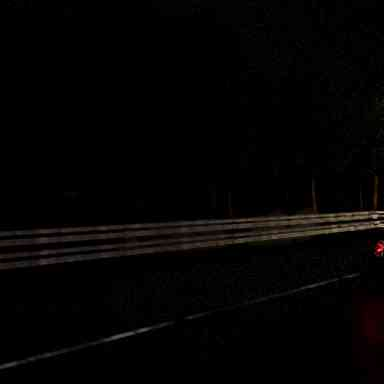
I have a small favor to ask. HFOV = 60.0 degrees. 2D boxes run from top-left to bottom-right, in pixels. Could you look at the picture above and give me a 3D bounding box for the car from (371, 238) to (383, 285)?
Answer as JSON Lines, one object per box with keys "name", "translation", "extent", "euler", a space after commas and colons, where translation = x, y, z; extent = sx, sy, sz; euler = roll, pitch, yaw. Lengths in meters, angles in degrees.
{"name": "car", "translation": [6.588, 1.421, 8.458], "extent": [4.553, 1.767, 2.097], "euler": [0, 0, -36]}
